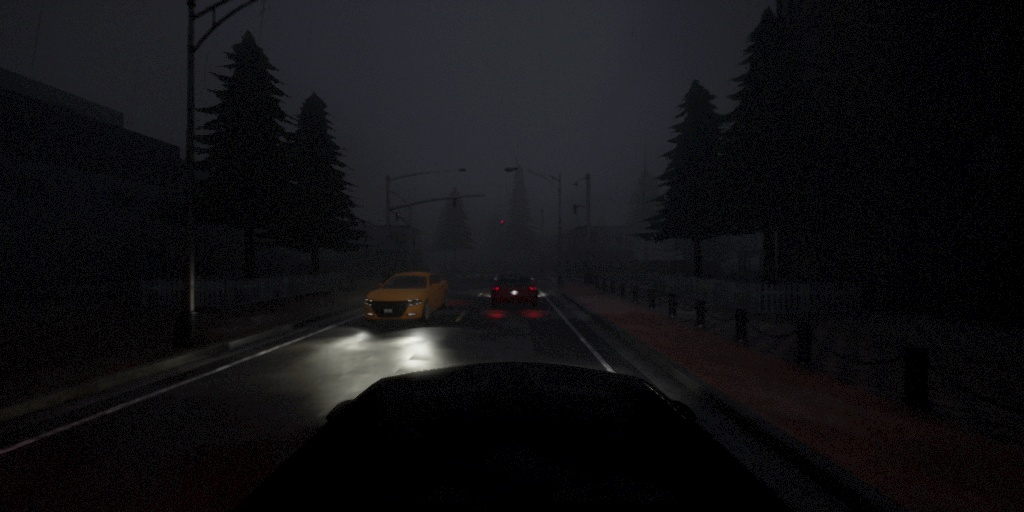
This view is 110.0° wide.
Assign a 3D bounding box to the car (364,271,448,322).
[{"bbox_3d":[-3.549,1.313,12.820,1.882,1.535,5.008,0,0,0],"label":"car"}]

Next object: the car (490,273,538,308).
[{"bbox_3d":[0.094,1.424,16.085,1.994,1.385,4.181,0,0,0],"label":"car"}]
